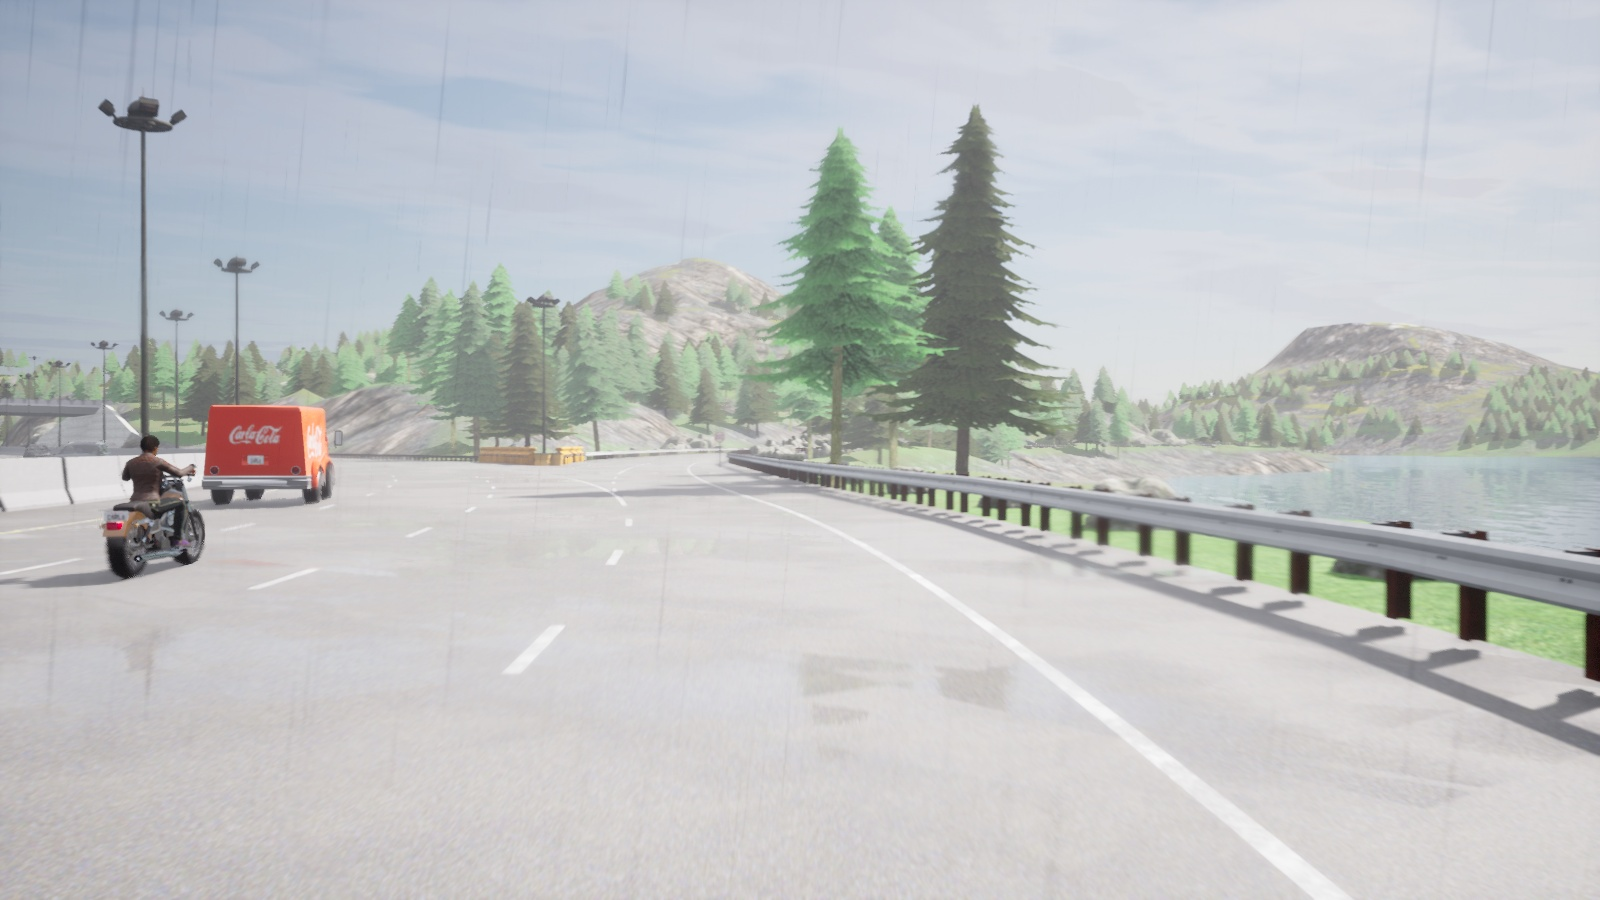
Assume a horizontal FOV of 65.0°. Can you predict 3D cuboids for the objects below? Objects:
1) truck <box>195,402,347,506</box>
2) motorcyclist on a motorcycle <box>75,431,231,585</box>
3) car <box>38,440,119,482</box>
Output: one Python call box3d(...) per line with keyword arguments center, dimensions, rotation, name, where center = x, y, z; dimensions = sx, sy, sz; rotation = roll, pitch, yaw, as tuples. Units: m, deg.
box3d(center=(-13.540, 0.095, 32.556), dimensions=(2.627, 2.467, 5.204), rotation=(0, 0, -11), name="truck")
box3d(center=(-7.541, 0.624, 14.780), dimensions=(0.766, 1.649, 2.350), rotation=(-1, 0, -5), name="motorcyclist on a motorcycle")
box3d(center=(-29.471, 0.426, 51.450), dimensions=(2.033, 1.649, 4.856), rotation=(0, 0, -19), name="car")
